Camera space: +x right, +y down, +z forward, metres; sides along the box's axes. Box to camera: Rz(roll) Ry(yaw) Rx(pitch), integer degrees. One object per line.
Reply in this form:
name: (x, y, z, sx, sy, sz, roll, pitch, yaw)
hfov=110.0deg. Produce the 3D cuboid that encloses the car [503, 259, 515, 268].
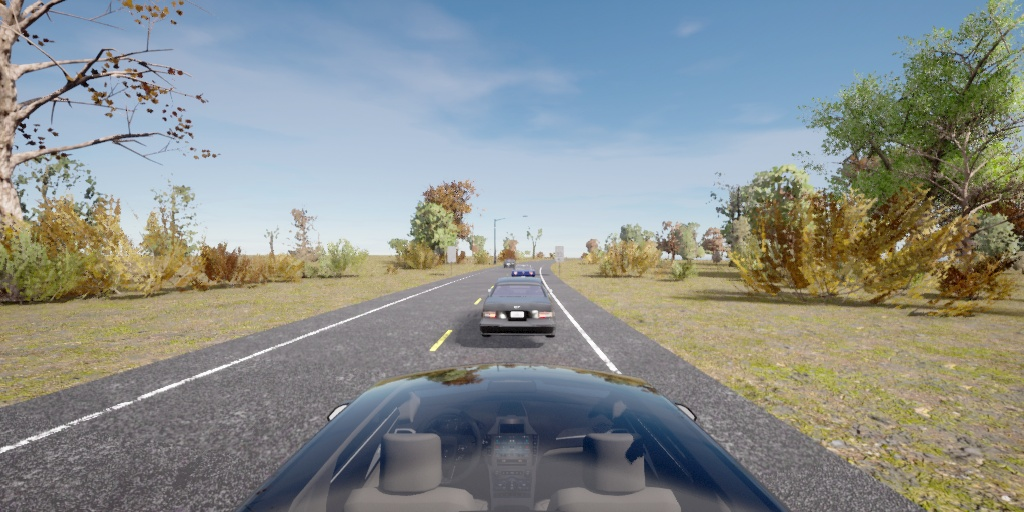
car: (-0.364, 1.236, 60.307, 2.128, 1.511, 4.902, 0, 0, 6)

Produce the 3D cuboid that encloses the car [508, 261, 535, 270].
car: (0.947, 1.353, 29.774, 1.895, 1.301, 4.718, 0, 0, 2)

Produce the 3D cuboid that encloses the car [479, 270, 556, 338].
car: (0.210, 1.299, 10.181, 2.033, 1.411, 5.357, 0, 0, 2)
